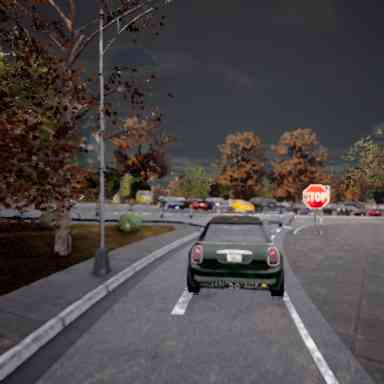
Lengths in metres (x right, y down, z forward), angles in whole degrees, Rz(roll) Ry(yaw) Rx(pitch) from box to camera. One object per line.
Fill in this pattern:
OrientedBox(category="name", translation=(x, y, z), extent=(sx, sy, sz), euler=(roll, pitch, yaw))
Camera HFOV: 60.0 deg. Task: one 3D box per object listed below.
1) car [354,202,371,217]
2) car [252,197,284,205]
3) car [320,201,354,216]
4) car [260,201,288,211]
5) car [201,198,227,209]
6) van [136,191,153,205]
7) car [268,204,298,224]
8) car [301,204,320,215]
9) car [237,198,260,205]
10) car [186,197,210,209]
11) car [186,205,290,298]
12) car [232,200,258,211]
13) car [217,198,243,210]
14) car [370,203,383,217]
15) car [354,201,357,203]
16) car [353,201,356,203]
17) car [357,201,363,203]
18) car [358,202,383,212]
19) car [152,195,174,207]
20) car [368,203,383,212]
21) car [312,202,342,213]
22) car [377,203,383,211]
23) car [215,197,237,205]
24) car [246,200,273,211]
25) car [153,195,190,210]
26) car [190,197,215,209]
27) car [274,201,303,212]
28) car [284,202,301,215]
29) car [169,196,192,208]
OrientedBox(category="car", translation=(21.165, 2.571, 45.204), extent=(2.163, 1.488, 4.792), euler=(2, -1, -20))
OrientedBox(category="car", translation=(8.105, 1.614, 40.425), extent=(2.435, 2.045, 5.566), euler=(4, -1, -20))
OrientedBox(category="car", translation=(18.560, 2.300, 44.236), extent=(2.185, 1.767, 4.553), euler=(3, -1, -20))
OrientedBox(category="car", translation=(13.834, 2.350, 56.462), extent=(2.097, 1.535, 5.008), euler=(3, -1, -20))
OrientedBox(category="car", translation=(3.436, 1.789, 52.813), extent=(1.946, 1.575, 5.366), euler=(4, -1, -20))
OrientedBox(category="van", translation=(-6.887, 0.863, 48.653), extent=(1.878, 1.987, 4.442), euler=(4, 0, -20))
OrientedBox(category="car", translation=(6.372, 1.855, 25.273), extent=(1.895, 1.301, 4.718), euler=(1, 0, 30))
OrientedBox(category="car", translation=(13.324, 2.197, 42.299), extent=(2.163, 1.488, 4.792), euler=(3, -1, -20))
OrientedBox(category="car", translation=(5.488, 1.698, 39.420), extent=(2.097, 1.535, 5.008), euler=(4, -1, -20))
OrientedBox(category="car", translation=(0.875, 1.657, 51.696), extent=(2.163, 1.488, 4.792), euler=(4, -1, -20))
OrientedBox(category="car", translation=(1.189, 1.406, 8.963), extent=(2.097, 1.767, 4.553), euler=(0, -1, 8))
OrientedBox(category="car", translation=(8.613, 2.120, 54.502), extent=(2.163, 1.488, 4.792), euler=(3, -1, -20))
OrientedBox(category="car", translation=(6.053, 1.947, 53.782), extent=(1.946, 1.575, 5.366), euler=(4, -1, -20))
OrientedBox(category="car", translation=(23.756, 2.678, 46.226), extent=(2.163, 1.488, 4.792), euler=(2, 0, -20))
OrientedBox(category="car", translation=(29.509, 2.669, 62.303), extent=(2.435, 2.045, 5.566), euler=(2, 0, -20))
OrientedBox(category="car", translation=(26.896, 2.846, 61.312), extent=(2.097, 1.535, 5.008), euler=(2, 0, -20))
OrientedBox(category="car", translation=(26.373, 2.622, 47.197), extent=(2.185, 1.767, 4.553), euler=(2, 0, -20))
OrientedBox(category="car", translation=(34.737, 2.918, 64.243), extent=(2.185, 1.767, 4.553), euler=(1, 0, -20))
OrientedBox(category="car", translation=(-4.447, 1.301, 49.696), extent=(2.002, 1.452, 4.674), euler=(4, -1, -20))
OrientedBox(category="car", translation=(37.359, 3.093, 65.176), extent=(2.097, 1.535, 5.008), euler=(1, 0, -20))
OrientedBox(category="car", translation=(24.348, 2.762, 60.165), extent=(1.946, 1.575, 5.366), euler=(2, 0, -20))
OrientedBox(category="car", translation=(40.020, 3.136, 66.364), extent=(1.946, 1.575, 5.366), euler=(1, 0, -20))
OrientedBox(category="car", translation=(2.882, 1.398, 38.493), extent=(2.185, 1.767, 4.553), euler=(4, -1, -20))
OrientedBox(category="car", translation=(11.221, 2.224, 55.494), extent=(2.097, 1.535, 5.008), euler=(3, -1, -20))
OrientedBox(category="car", translation=(-2.318, 1.188, 36.502), extent=(2.163, 1.488, 4.792), euler=(4, -1, -20))
OrientedBox(category="car", translation=(0.266, 1.371, 37.522), extent=(2.163, 1.488, 4.792), euler=(4, -1, -20))
OrientedBox(category="car", translation=(16.568, 2.472, 57.474), extent=(2.231, 1.521, 4.892), euler=(3, -1, -20))
OrientedBox(category="car", translation=(10.715, 2.022, 41.356), extent=(2.231, 1.521, 4.892), euler=(3, -1, -20))
OrientedBox(category="car", translation=(-1.842, 1.484, 50.662), extent=(2.002, 1.452, 4.674), euler=(4, -1, -20))
